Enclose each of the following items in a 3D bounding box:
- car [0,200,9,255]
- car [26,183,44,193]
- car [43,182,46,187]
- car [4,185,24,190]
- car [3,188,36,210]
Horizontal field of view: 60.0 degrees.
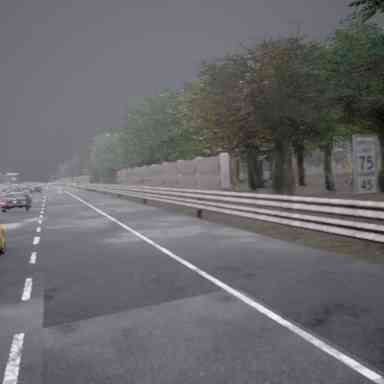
[{"bbox_3d":[-6.011,1.269,8.380,1.882,1.535,5.008,-4,4,-23],"label":"car"},{"bbox_3d":[-29.554,-0.487,62.678,1.837,1.490,4.892,-4,3,-23],"label":"car"},{"bbox_3d":[-39.064,-1.113,84.627,2.033,1.411,5.357,-4,3,-23],"label":"car"},{"bbox_3d":[-32.755,-0.188,61.292,1.994,1.385,4.181,-4,3,-23],"label":"car"},{"bbox_3d":[-13.752,0.709,26.240,2.033,1.411,5.357,-4,4,-23],"label":"car"}]
